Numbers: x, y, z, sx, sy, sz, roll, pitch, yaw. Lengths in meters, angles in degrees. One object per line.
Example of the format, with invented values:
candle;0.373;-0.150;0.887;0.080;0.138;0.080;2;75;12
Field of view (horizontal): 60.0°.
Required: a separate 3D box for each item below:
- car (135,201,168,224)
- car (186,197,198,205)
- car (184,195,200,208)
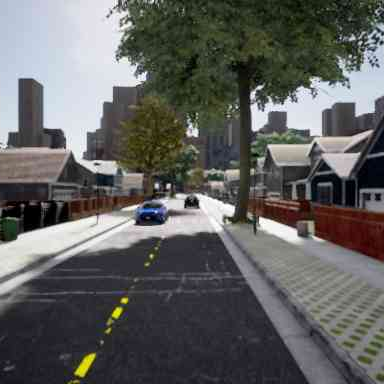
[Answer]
car;-2.841;1.400;24.058;1.882;1.535;5.008;0;0;0
car;-0.034;1.431;54.579;1.895;1.301;4.718;0;0;0
car;-0.029;1.212;44.513;2.097;1.767;4.553;0;0;0
